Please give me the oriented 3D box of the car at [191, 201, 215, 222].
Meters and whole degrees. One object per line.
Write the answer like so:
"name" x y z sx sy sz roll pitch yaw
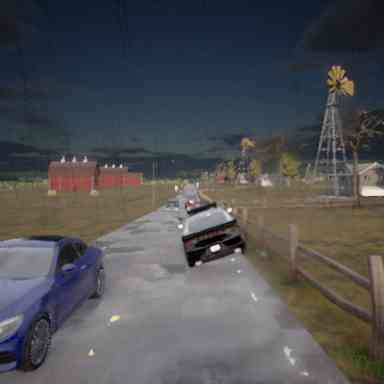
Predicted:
"car" 0.825 1.570 27.627 1.837 1.490 4.892 0 0 0

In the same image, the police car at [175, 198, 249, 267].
"police car" 0.568 1.240 11.707 1.930 1.638 5.238 -18 2 1

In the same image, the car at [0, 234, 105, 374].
"car" -2.849 1.542 5.822 1.812 1.442 4.674 0 0 0

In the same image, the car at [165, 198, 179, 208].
"car" -2.828 1.614 49.014 2.033 1.411 5.357 0 0 0

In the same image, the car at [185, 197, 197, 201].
"car" 0.751 1.385 21.587 2.097 1.767 4.553 -1 0 0

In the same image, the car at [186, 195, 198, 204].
"car" 0.001 1.436 63.064 2.128 1.511 4.902 0 1 0
